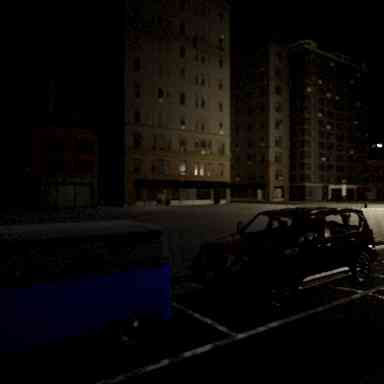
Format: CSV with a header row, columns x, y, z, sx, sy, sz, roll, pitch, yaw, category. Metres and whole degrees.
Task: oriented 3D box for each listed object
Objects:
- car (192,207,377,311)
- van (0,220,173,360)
x,y,z,sx,sy,sz,roll,pitch,yaw,category
2.420,1.310,7.916,5.009,1.841,2.192,0,0,-36,car
-2.204,1.341,4.616,3.998,1.788,1.690,0,0,-36,van
